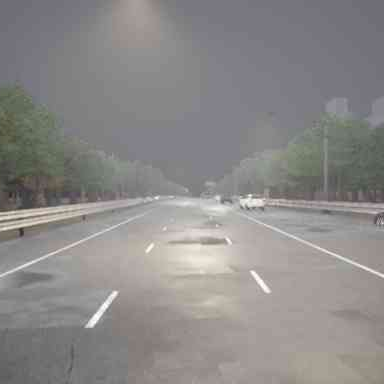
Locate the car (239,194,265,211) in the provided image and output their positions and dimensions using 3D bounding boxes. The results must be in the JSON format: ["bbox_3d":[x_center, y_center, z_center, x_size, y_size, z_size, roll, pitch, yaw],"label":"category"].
[{"bbox_3d":[7.843,1.334,43.850,2.150,2.045,5.566,0,0,-6],"label":"car"}]

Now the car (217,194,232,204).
[{"bbox_3d":[7.023,1.379,68.468,2.150,2.045,5.566,0,0,0],"label":"car"}]

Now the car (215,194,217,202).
[{"bbox_3d":[7.062,1.488,85.577,2.150,2.045,5.566,0,0,0],"label":"car"}]

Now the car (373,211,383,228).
[{"bbox_3d":[13.638,1.447,20.538,2.097,1.767,4.553,1,-1,-19],"label":"car"}]
